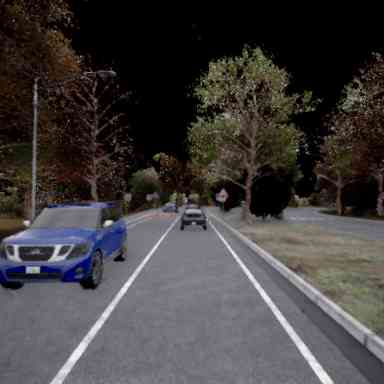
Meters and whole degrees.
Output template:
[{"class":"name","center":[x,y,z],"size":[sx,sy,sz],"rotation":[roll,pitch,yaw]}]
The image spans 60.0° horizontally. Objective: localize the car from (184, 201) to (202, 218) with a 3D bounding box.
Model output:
[{"class":"car","center":[0.140,2.221,42.421],"size":[2.128,1.511,4.902],"rotation":[1,5,0]}]

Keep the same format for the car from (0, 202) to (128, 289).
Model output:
[{"class":"car","center":[-3.345,1.332,9.776],"size":[2.150,2.045,5.566],"rotation":[0,-1,0]}]

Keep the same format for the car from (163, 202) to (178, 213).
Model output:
[{"class":"car","center":[-3.272,2.381,50.636],"size":[2.097,1.767,4.553],"rotation":[0,-1,1]}]

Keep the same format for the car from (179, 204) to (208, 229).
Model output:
[{"class":"car","center":[0.117,1.946,25.242],"size":[1.837,1.490,4.892],"rotation":[0,-1,0]}]
